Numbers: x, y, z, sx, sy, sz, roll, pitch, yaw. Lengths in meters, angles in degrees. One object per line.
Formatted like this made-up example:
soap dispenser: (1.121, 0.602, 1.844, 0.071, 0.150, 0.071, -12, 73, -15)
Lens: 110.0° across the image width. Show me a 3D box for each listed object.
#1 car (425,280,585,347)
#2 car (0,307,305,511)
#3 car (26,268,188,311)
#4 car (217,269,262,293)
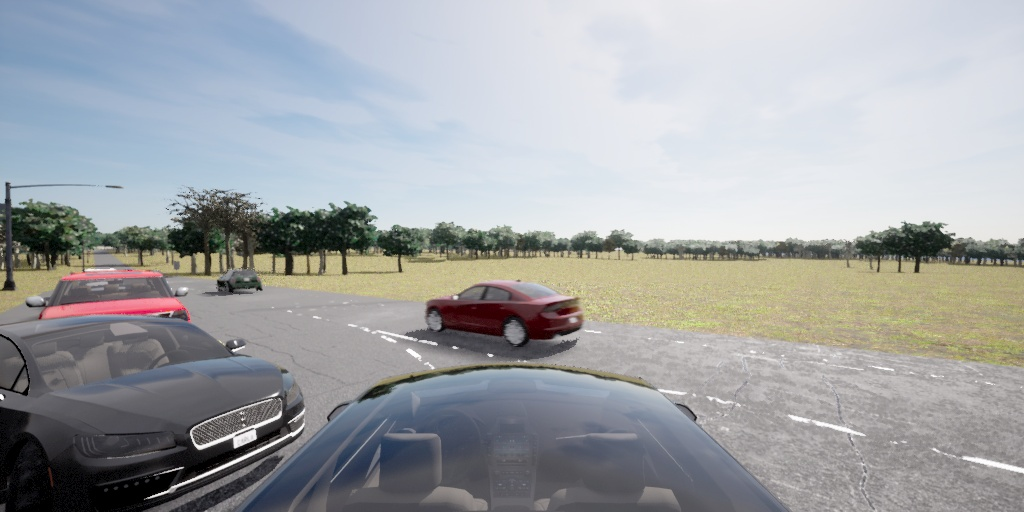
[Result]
car: (-0.429, 1.424, 10.050, 5.008, 1.535, 1.882, -2, -1, 41)
car: (-4.578, 1.444, 3.972, 4.892, 1.490, 1.837, -3, -3, 21)
car: (-9.510, 1.384, 8.595, 5.566, 2.045, 2.150, -2, 0, 41)
car: (-21.210, 1.848, 27.834, 4.553, 1.767, 2.097, -2, 0, 41)
